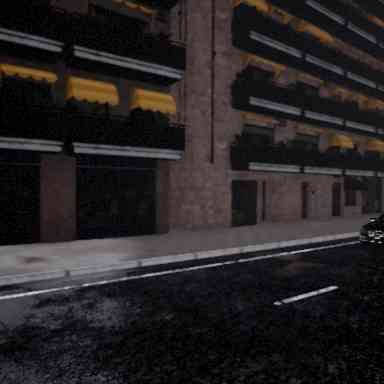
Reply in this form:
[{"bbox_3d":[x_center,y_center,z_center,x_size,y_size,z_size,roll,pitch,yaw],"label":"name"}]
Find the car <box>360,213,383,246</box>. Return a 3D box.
[{"bbox_3d":[8.886,1.475,13.870,4.892,1.490,1.837,0,1,-36],"label":"car"}]
